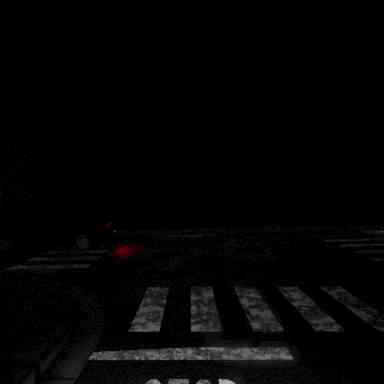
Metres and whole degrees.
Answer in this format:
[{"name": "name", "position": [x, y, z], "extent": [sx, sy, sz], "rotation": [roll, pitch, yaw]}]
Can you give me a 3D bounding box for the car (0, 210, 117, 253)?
[{"name": "car", "position": [-5.679, 1.549, 13.844], "extent": [5.008, 1.535, 1.882], "rotation": [-1, 1, 0]}]
